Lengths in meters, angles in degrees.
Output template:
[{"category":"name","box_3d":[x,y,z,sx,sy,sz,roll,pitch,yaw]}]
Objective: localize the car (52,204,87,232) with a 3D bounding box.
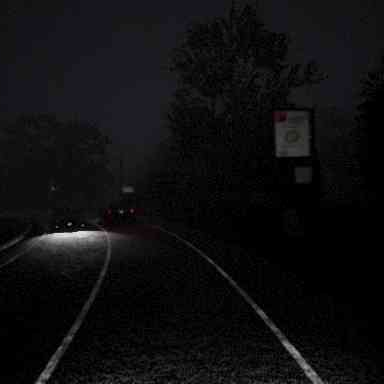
[{"category":"car","box_3d":[-7.974,1.724,21.431,1.994,1.385,4.181,-2,0,-23]}]

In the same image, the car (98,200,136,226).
[{"category":"car","box_3d":[-5.698,1.414,24.754,2.097,1.767,4.553,-2,1,-23]}]

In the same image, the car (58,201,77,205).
[{"category":"car","box_3d":[-14.997,1.860,39.684,2.128,1.511,4.902,-4,1,-39]}]
